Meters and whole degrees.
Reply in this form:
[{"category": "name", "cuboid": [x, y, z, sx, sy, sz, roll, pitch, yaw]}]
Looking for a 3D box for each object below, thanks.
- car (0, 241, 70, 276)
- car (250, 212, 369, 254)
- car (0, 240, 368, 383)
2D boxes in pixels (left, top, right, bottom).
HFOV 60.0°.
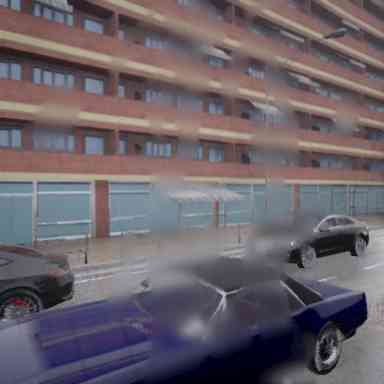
[{"category": "car", "cuboid": [-4.299, 1.530, 5.240, 4.674, 1.442, 1.812, 0, 0, -34]}, {"category": "car", "cuboid": [4.032, 1.448, 11.149, 4.902, 1.511, 2.128, 0, 0, -35]}, {"category": "car", "cuboid": [0.048, 1.591, 4.013, 4.718, 1.301, 1.895, 0, 0, -36]}]
